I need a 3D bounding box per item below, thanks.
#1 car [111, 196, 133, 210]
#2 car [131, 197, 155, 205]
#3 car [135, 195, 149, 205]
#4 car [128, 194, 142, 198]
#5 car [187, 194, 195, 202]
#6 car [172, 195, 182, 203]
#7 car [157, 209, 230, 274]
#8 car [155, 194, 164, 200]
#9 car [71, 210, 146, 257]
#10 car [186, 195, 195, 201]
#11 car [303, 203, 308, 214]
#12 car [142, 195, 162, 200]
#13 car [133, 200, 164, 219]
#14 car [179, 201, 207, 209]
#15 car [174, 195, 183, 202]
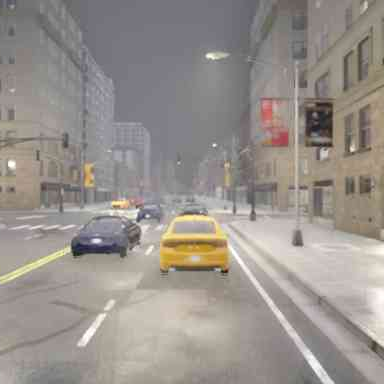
[{"bbox_3d":[-10.022,1.649,46.602,1.882,1.535,5.008,0,0,0],"label":"car"},{"bbox_3d":[-6.770,1.772,46.507,1.895,1.301,4.718,0,0,0],"label":"car"},{"bbox_3d":[-10.008,1.593,66.528,2.097,1.767,4.553,0,0,0],"label":"car"},{"bbox_3d":[-10.028,1.428,56.539,2.150,2.045,5.566,0,0,0],"label":"car"},{"bbox_3d":[-0.336,1.525,85.939,2.097,1.767,4.553,0,0,0],"label":"car"},{"bbox_3d":[-3.552,1.828,77.571,1.994,1.385,4.181,0,0,0],"label":"car"},{"bbox_3d":[0.065,1.516,10.736,1.882,1.535,5.008,0,0,0],"label":"car"},{"bbox_3d":[-6.759,1.461,66.629,2.150,2.045,5.566,0,0,0],"label":"car"},{"bbox_3d":[-3.199,1.611,13.135,1.994,1.385,4.181,0,0,0],"label":"car"},{"bbox_3d":[-0.295,1.621,75.936,2.097,1.767,4.553,0,0,0],"label":"car"},{"bbox_3d":[13.605,1.389,31.929,5.566,2.045,2.150,0,0,0],"label":"car"},{"bbox_3d":[-6.775,1.752,56.152,2.033,1.411,5.357,0,0,0],"label":"car"},{"bbox_3d":[-3.248,1.618,26.738,1.812,1.442,4.674,0,0,0],"label":"car"},{"bbox_3d":[0.269,1.587,22.607,1.837,1.490,4.892,0,0,6],"label":"car"},{"bbox_3d":[-3.590,1.662,87.173,2.097,1.767,4.553,0,0,0],"label":"car"}]
